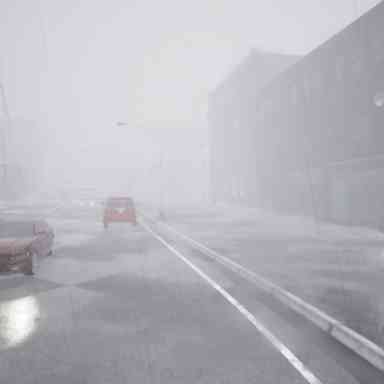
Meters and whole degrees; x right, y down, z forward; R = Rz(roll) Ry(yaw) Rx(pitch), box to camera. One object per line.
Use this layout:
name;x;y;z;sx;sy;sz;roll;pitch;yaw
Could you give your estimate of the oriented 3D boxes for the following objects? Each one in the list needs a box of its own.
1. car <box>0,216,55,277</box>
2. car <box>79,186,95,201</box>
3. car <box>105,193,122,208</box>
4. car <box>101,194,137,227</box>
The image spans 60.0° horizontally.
car;-5.636;1.572;10.561;1.882;1.535;5.008;-1;0;-14
car;-16.275;0.165;51.796;2.150;2.045;5.566;-1;4;-14
car;-9.814;1.013;41.489;1.882;1.535;5.008;-1;3;-15
car;-5.131;1.267;23.411;2.150;2.045;5.566;-1;1;-15
